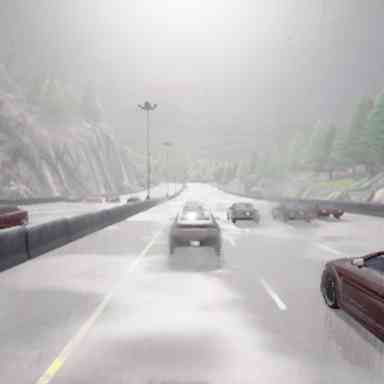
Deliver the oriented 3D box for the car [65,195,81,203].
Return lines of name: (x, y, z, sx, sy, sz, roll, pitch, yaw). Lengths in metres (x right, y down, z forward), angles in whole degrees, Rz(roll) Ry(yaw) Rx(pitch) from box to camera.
car: (-20.991, 1.264, 59.338, 1.812, 1.442, 4.674, 0, 0, 1)

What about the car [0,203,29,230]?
car: (-10.589, 1.399, 17.680, 1.882, 1.535, 5.008, 0, 0, 0)

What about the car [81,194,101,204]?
car: (-17.500, 1.092, 58.970, 2.097, 1.767, 4.553, 0, 0, 1)

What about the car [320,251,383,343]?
car: (3.595, 1.541, 5.097, 1.994, 1.385, 4.181, 0, 0, 0)

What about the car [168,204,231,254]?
car: (0.106, 1.433, 13.147, 2.128, 1.511, 4.902, 0, 0, 0)

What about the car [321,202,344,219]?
car: (10.616, 1.480, 27.524, 1.895, 1.301, 4.718, 0, 0, 0)

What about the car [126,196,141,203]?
car: (-10.492, 1.337, 59.988, 1.895, 1.301, 4.718, 0, 0, 1)

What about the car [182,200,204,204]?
car: (0.116, 1.395, 29.655, 1.812, 1.442, 4.674, 0, 0, 0)

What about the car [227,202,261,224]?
car: (3.613, 1.442, 24.010, 2.033, 1.411, 5.357, 0, 0, 0)

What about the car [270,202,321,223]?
car: (7.113, 1.442, 24.073, 2.033, 1.411, 5.357, 0, 0, 0)

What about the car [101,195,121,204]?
car: (-14.002, 1.232, 59.036, 2.128, 1.511, 4.902, 0, 0, 1)
